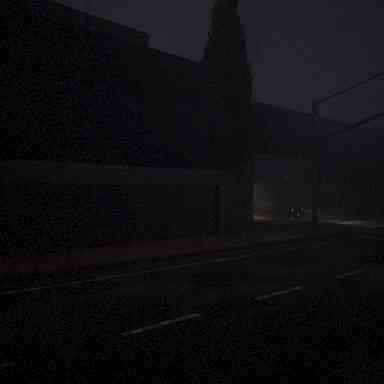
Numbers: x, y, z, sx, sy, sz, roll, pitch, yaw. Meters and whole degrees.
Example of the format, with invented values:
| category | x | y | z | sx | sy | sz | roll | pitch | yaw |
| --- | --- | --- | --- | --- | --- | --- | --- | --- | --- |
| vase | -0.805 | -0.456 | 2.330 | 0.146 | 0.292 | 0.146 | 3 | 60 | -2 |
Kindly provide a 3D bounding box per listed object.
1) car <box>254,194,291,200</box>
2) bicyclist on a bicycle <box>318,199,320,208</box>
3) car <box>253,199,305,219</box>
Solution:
| category | x | y | z | sx | sy | sz | roll | pitch | yaw |
| --- | --- | --- | --- | --- | --- | --- | --- | --- | --- |
| car | 8.695 | 1.221 | 34.158 | 2.150 | 2.045 | 5.566 | 0 | 0 | -36 |
| bicyclist on a bicycle | 16.223 | 1.303 | 43.263 | 1.656 | 1.620 | 0.582 | 0 | 0 | -37 |
| car | 7.632 | 1.601 | 29.727 | 1.895 | 1.301 | 4.718 | 0 | 0 | -37 |
